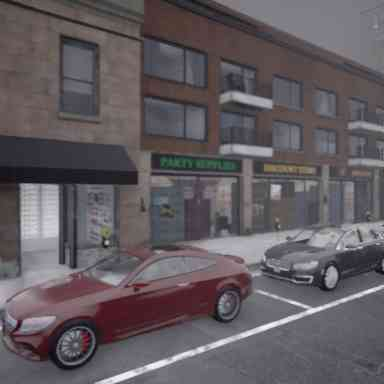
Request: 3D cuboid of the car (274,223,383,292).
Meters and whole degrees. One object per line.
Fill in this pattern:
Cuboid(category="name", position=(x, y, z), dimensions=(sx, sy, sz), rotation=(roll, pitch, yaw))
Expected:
Cuboid(category="car", position=(3.716, 1.537, 8.832), dimensions=(4.403, 1.369, 2.008), rotation=(0, 0, -35))

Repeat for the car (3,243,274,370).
Cuboid(category="car", position=(-0.779, 1.578, 5.630), dimensions=(4.206, 1.307, 1.802), rotation=(0, 0, -35))
